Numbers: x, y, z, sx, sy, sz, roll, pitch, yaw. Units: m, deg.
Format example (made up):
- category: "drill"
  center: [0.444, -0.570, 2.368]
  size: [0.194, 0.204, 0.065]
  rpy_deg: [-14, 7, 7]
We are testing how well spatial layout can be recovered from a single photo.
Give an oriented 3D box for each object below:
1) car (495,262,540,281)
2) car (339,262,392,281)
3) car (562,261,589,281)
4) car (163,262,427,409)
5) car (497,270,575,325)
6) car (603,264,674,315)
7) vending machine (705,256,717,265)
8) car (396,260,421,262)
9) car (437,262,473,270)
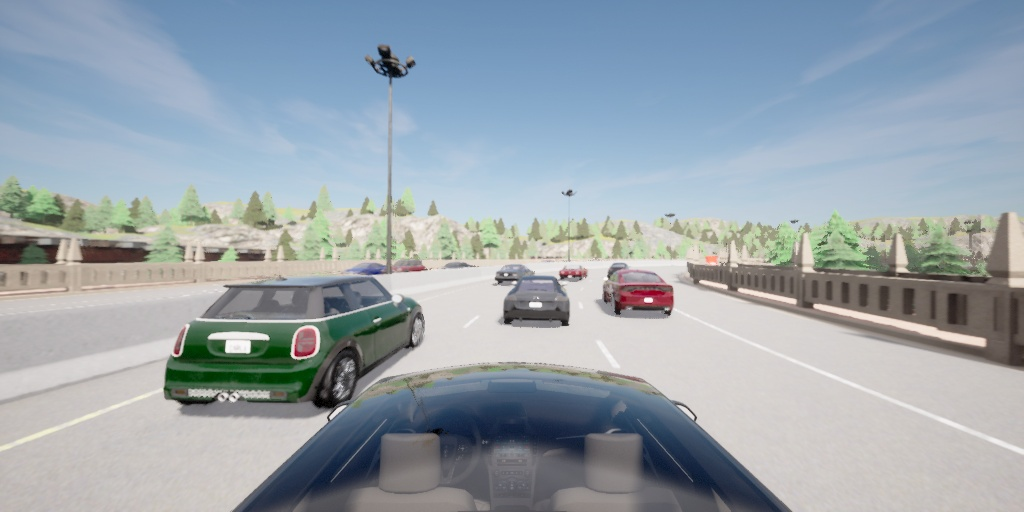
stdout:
- category: "car"
  center: [0.306, 1.326, 26.679]
  size: [2.033, 1.411, 5.357]
  rpy_deg: [0, 0, 16]
- category: "car"
  center: [-12.876, 1.304, 31.832]
  size: [1.812, 1.442, 4.674]
  rpy_deg: [0, 0, 18]
- category: "car"
  center: [5.455, 1.388, 31.142]
  size: [1.895, 1.301, 4.718]
  rpy_deg: [0, 0, 20]
- category: "car"
  center: [-3.132, 1.096, 6.364]
  size: [2.097, 1.767, 4.553]
  rpy_deg: [0, 0, 3]
- category: "car"
  center: [0.896, 1.325, 11.934]
  size: [1.994, 1.385, 4.181]
  rpy_deg: [0, 0, 7]
- category: "car"
  center: [4.659, 1.248, 13.798]
  size: [1.882, 1.535, 5.008]
  rpy_deg: [0, 0, 8]
- category: "vending machine"
  center: [17.989, 0.975, 32.353]
  size: [1.100, 2.100, 0.880]
  rpy_deg: [0, 0, 24]
- category: "car"
  center: [-9.374, 1.133, 31.290]
  size: [2.097, 1.767, 4.553]
  rpy_deg: [0, 0, 18]
- category: "car"
  center: [-5.193, 1.293, 32.887]
  size: [1.837, 1.490, 4.892]
  rpy_deg: [0, 0, 19]
